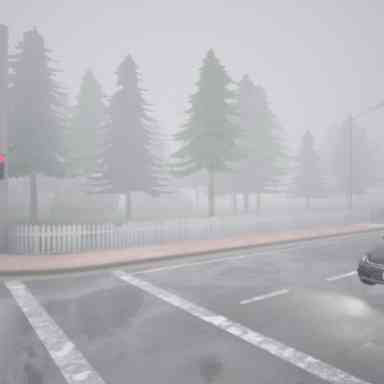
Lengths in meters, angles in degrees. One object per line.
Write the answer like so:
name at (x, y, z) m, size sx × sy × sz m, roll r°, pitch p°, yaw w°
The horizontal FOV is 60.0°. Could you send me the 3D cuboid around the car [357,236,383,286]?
car at (6.032, 1.521, 8.273) m, size 4.674 × 1.442 × 1.812 m, roll 0°, pitch 0°, yaw -35°
